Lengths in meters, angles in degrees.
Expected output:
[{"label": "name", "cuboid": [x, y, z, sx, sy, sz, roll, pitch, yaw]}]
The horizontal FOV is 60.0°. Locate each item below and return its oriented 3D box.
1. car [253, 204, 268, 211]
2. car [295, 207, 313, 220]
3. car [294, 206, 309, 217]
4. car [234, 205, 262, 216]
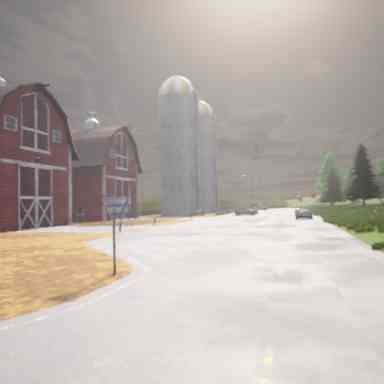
[{"label": "car", "cuboid": [18.582, 4.268, 90.187, 3.988, 1.617, 1.851, -2, -2, 16]}, {"label": "car", "cuboid": [14.197, 2.735, 42.167, 1.994, 1.385, 4.181, -2, -2, 17]}, {"label": "car", "cuboid": [16.999, 2.988, 51.681, 2.033, 1.411, 5.357, -2, -2, 17]}, {"label": "car", "cuboid": [9.561, 3.426, 58.442, 4.181, 1.381, 1.994, -2, -2, 16]}]
